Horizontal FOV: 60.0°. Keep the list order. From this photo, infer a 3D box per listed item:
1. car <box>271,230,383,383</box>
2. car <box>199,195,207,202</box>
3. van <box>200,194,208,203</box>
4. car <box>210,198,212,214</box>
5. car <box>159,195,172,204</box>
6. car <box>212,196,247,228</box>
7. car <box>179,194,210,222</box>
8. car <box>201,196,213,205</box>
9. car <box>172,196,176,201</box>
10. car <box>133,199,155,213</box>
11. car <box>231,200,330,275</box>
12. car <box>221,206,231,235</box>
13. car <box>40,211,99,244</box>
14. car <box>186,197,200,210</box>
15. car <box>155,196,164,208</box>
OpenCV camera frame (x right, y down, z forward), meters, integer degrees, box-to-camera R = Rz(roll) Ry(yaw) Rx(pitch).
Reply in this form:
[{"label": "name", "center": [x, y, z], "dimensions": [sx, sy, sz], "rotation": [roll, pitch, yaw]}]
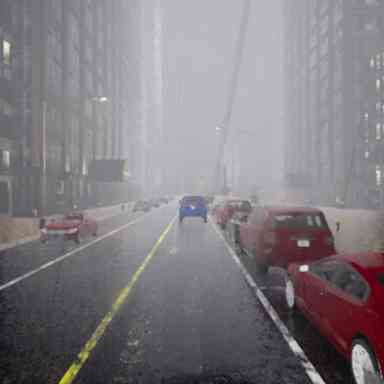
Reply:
[{"label": "car", "center": [2.695, 1.554, 4.903], "dimensions": [1.887, 1.381, 4.507], "rotation": [0, 0, 0]}, {"label": "car", "center": [2.709, 1.584, 82.454], "dimensions": [1.967, 1.590, 4.097], "rotation": [0, 0, 0]}, {"label": "van", "center": [2.708, 1.475, 76.914], "dimensions": [1.690, 1.788, 3.998], "rotation": [0, 0, 0]}, {"label": "car", "center": [2.700, 1.610, 32.600], "dimensions": [2.008, 1.369, 4.403], "rotation": [0, 0, 0]}, {"label": "car", "center": [-5.674, 1.431, 65.837], "dimensions": [2.192, 1.841, 5.009], "rotation": [0, 0, 0]}, {"label": "car", "center": [2.700, 1.354, 21.522], "dimensions": [2.192, 1.841, 5.009], "rotation": [0, 0, 0]}, {"label": "car", "center": [0.103, 1.269, 27.098], "dimensions": [2.150, 2.045, 5.566], "rotation": [0, 0, 0]}, {"label": "car", "center": [2.705, 1.547, 60.297], "dimensions": [1.967, 1.590, 4.097], "rotation": [0, 0, 0]}, {"label": "car", "center": [-5.672, 1.688, 82.455], "dimensions": [1.887, 1.381, 4.507], "rotation": [0, 0, 0]}, {"label": "car", "center": [-5.679, 1.651, 38.140], "dimensions": [1.802, 1.307, 4.206], "rotation": [0, 0, 0]}, {"label": "car", "center": [2.697, 1.334, 10.444], "dimensions": [2.192, 1.841, 5.009], "rotation": [0, 0, 0]}, {"label": "car", "center": [2.697, 1.595, 15.982], "dimensions": [1.947, 1.339, 4.313], "rotation": [0, 0, 0]}, {"label": "car", "center": [-5.683, 1.611, 15.983], "dimensions": [1.802, 1.307, 4.206], "rotation": [0, 0, 0]}, {"label": "car", "center": [0.109, 1.561, 46.449], "dimensions": [1.882, 1.535, 5.008], "rotation": [0, 0, 0]}, {"label": "car", "center": [-5.677, 1.670, 49.219], "dimensions": [1.802, 1.307, 4.206], "rotation": [0, 0, 0]}]
